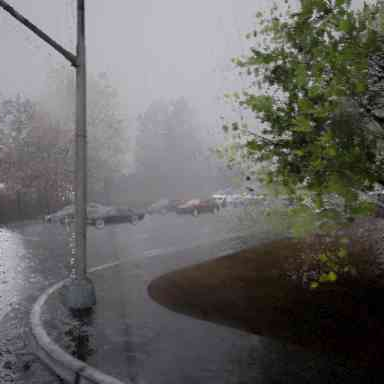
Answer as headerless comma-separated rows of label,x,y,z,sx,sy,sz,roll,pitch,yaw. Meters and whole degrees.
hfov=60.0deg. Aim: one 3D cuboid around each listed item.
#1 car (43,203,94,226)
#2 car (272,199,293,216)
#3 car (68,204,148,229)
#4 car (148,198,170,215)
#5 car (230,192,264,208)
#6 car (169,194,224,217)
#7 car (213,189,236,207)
car,-8.307,1.554,24.335,2.128,1.511,4.902,0,0,37
car,8.386,1.252,28.637,1.994,1.385,4.181,0,2,37
car,-5.461,1.644,22.294,1.895,1.301,4.718,0,0,37
car,-2.377,1.364,32.151,1.837,1.490,4.892,0,2,37
car,6.642,0.982,38.238,1.812,1.442,4.674,0,2,38
car,0.535,1.314,30.199,1.882,1.535,5.008,0,1,38
car,4.025,0.682,40.570,2.150,2.045,5.566,0,2,38
